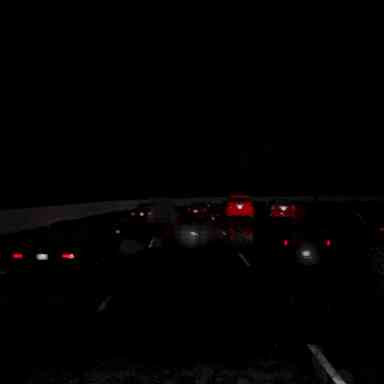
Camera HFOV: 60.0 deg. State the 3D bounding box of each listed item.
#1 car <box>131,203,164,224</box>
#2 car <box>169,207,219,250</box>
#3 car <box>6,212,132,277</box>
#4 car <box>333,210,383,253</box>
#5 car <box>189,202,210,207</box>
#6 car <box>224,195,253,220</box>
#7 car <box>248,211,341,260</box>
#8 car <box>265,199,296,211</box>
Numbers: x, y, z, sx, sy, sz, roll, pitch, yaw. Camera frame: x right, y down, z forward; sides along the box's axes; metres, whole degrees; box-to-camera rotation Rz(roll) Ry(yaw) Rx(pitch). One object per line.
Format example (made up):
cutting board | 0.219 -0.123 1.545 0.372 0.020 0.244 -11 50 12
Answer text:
car | -3.341 1.567 25.239 2.033 1.411 5.357 0 0 2
car | 0.069 1.575 14.433 1.994 1.385 4.181 0 0 0
car | -3.458 1.556 10.233 2.033 1.411 5.357 0 0 0
car | 7.066 1.503 13.696 2.128 1.511 4.902 0 0 0
car | 0.617 1.587 29.489 1.994 1.385 4.181 0 0 7
car | 3.903 1.246 27.975 2.150 2.045 5.566 0 0 5
car | 3.558 1.611 12.531 1.895 1.301 4.718 0 0 0
car | 7.531 1.374 28.641 2.097 1.767 4.553 0 0 6
